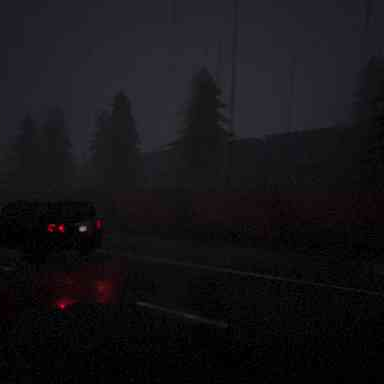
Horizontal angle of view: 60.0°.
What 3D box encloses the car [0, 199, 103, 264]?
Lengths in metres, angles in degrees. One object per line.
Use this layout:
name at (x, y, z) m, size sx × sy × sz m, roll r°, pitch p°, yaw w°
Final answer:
car at (-5.673, 1.270, 12.253) m, size 5.566 × 2.045 × 2.150 m, roll 0°, pitch 0°, yaw 36°
